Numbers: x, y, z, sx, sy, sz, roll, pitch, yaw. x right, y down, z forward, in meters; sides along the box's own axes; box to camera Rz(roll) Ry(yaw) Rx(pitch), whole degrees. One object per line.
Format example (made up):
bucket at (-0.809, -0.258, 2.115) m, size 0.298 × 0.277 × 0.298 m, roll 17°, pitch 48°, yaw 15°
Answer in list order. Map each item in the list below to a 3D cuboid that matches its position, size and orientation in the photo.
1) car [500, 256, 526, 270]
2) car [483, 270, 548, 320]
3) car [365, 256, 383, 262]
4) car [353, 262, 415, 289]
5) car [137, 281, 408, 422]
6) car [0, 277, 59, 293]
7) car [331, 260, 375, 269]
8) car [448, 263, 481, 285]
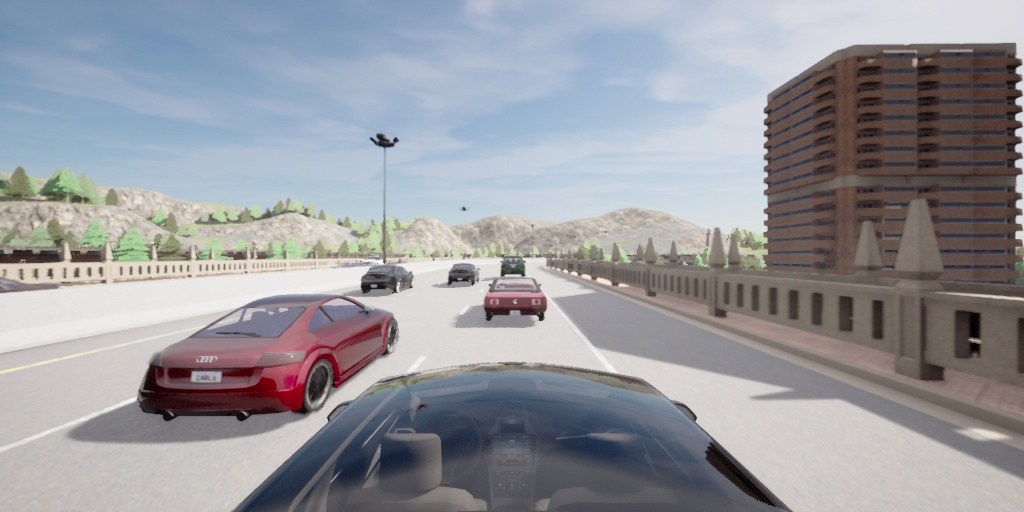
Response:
car at (0.092, 0.975, 32.316) m, size 2.150 × 2.045 × 5.566 m, roll 0°, pitch 0°, yaw 0°
car at (0.097, 1.352, 12.549) m, size 1.895 × 1.301 × 4.718 m, roll 0°, pitch 0°, yaw 0°
car at (-21.015, 0.962, 54.884) m, size 2.150 × 2.045 × 5.566 m, roll 0°, pitch 0°, yaw 0°
car at (-6.906, 1.257, 20.354) m, size 1.837 × 1.490 × 4.892 m, roll 0°, pitch 0°, yaw 0°
car at (-3.402, 1.314, 5.997) m, size 1.994 × 1.385 × 4.181 m, roll 0°, pitch 0°, yaw 0°
car at (-17.600, 1.297, 10.876) m, size 2.033 × 1.411 × 5.357 m, roll 0°, pitch 0°, yaw 0°
car at (-14.075, 1.300, 30.917) m, size 2.033 × 1.411 × 5.357 m, roll 0°, pitch 0°, yaw 0°
car at (-3.406, 1.258, 25.784) m, size 1.837 × 1.490 × 4.892 m, roll 0°, pitch 0°, yaw 0°
